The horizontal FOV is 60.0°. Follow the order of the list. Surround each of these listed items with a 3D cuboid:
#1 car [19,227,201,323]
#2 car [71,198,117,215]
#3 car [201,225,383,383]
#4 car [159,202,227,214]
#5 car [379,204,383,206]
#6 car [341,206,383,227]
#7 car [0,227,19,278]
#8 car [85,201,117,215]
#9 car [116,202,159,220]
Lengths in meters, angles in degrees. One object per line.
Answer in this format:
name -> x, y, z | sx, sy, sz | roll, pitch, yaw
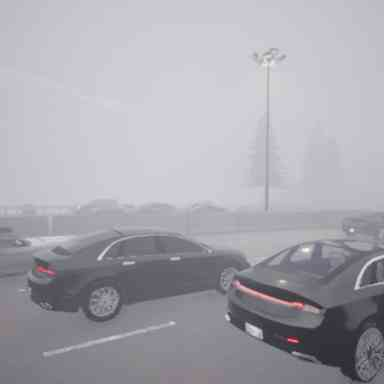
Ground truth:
car -> -0.863, 1.528, 7.259 | 4.892, 1.490, 1.837 | 1, -1, -34
car -> -8.959, 1.399, 31.367 | 4.553, 1.767, 2.097 | 1, 0, -31
car -> 2.804, 1.550, 5.482 | 4.902, 1.511, 2.128 | 1, 0, -33
car -> 0.386, 1.618, 24.742 | 4.902, 1.511, 2.128 | 1, 0, -30
car -> 29.959, 2.108, 49.233 | 4.892, 1.490, 1.837 | 1, 0, -17
car -> 10.227, 1.715, 17.998 | 4.892, 1.490, 1.837 | 1, -1, -28
car -> -4.935, 1.583, 8.736 | 4.718, 1.301, 1.895 | 1, 0, -35
car -> -6.408, 1.666, 28.875 | 4.718, 1.301, 1.895 | 1, 0, -31
car -> -3.197, 1.598, 26.704 | 4.892, 1.490, 1.837 | 1, 0, -30
